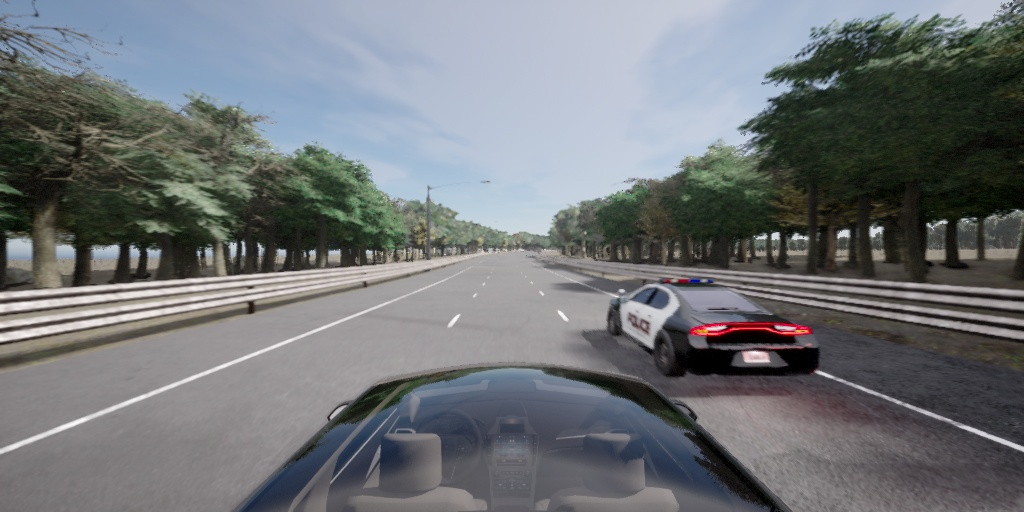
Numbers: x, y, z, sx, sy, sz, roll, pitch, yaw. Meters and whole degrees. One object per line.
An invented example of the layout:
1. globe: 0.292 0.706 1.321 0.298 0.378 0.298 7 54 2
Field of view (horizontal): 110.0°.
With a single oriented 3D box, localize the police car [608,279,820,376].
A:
1. police car: 3.462 1.260 7.512 2.038 1.542 4.974 0 0 0
